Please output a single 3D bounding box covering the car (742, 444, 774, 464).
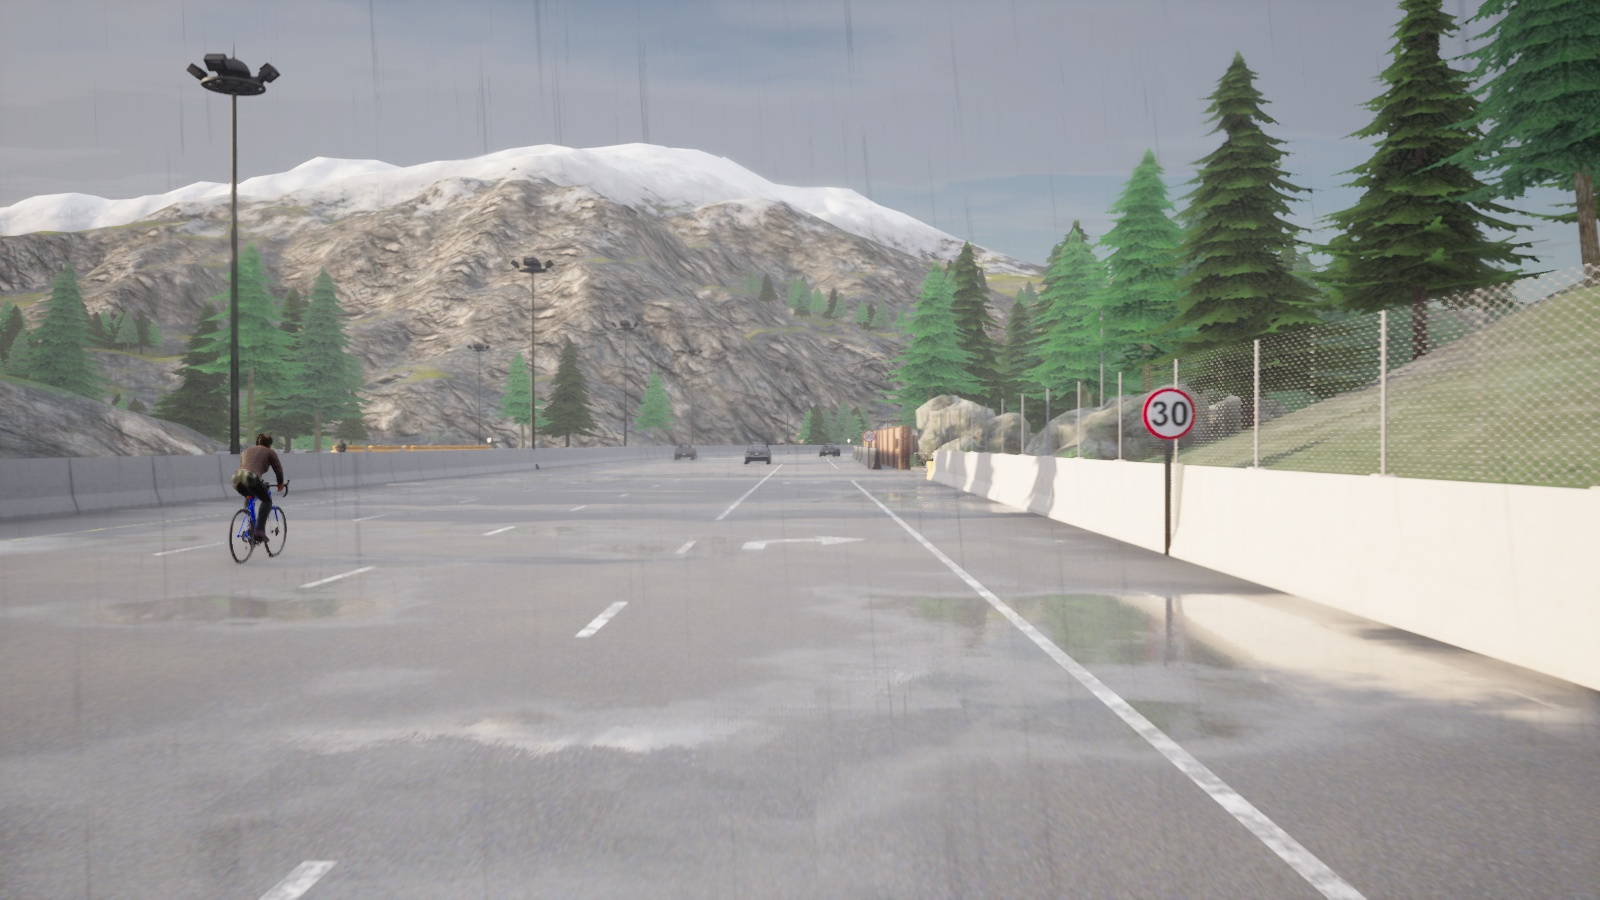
[{"bbox_3d":[-2.973,0.285,89.885,2.033,1.411,5.357,0,0,0],"label":"car"}]

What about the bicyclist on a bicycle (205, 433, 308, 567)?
[{"bbox_3d":[-6.894,0.604,15.997,0.582,1.620,1.656,0,0,0],"label":"bicyclist on a bicycle"}]

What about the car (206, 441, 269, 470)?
[{"bbox_3d":[-31.090,0.309,69.473,1.789,1.549,3.705,0,0,0],"label":"car"}]
